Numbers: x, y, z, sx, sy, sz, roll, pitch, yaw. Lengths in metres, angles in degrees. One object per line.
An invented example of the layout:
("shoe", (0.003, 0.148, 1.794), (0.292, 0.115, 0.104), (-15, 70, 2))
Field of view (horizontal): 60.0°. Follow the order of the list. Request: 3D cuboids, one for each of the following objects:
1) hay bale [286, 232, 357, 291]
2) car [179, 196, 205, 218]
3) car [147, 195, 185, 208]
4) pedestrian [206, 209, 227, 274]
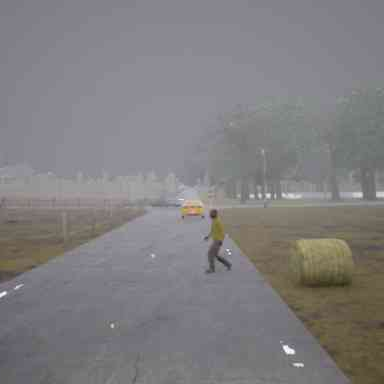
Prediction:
("hay bale", (3.117, 1.646, 8.169), (1.220, 1.180, 1.240), (-1, -1, 0))
("car", (0.092, 1.430, 29.216), (1.882, 1.535, 5.008), (0, 0, 0))
("car", (-3.756, 1.396, 44.314), (2.033, 1.411, 5.357), (0, -1, -42))
("pedestrian", (0.666, 1.283, 9.102), (0.375, 1.860, 0.375), (1, -1, -5))
